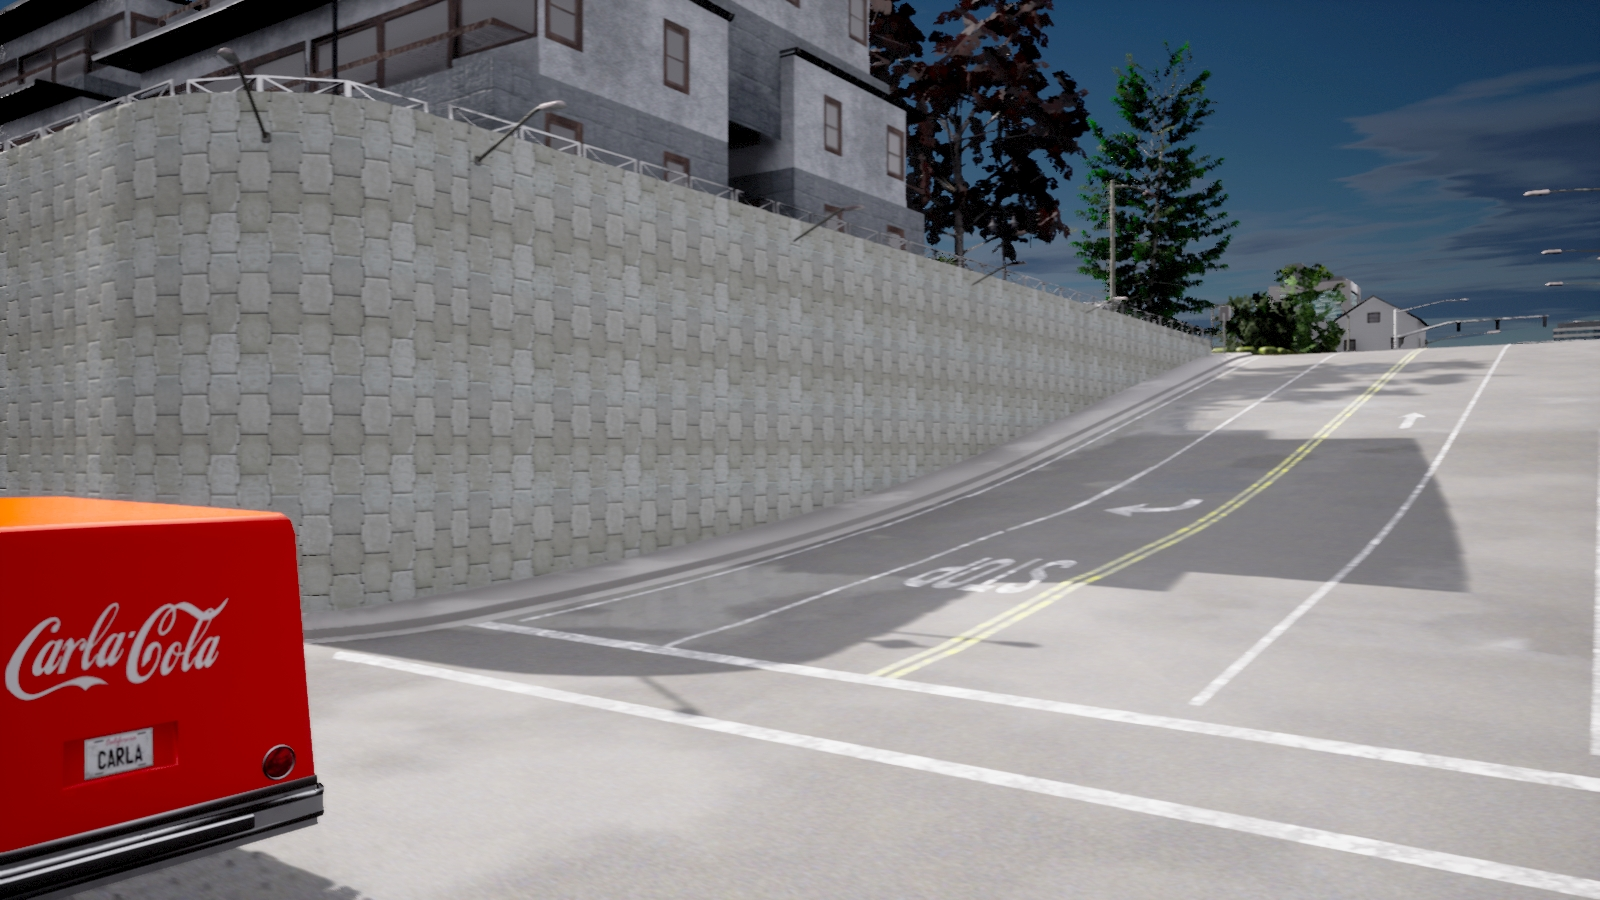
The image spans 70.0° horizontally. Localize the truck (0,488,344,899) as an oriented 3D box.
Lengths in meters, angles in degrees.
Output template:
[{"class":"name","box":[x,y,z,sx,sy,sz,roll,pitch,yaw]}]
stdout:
[{"class":"truck","box":[-5.829,1.582,7.842,5.204,2.467,2.627,0,0,36]}]
